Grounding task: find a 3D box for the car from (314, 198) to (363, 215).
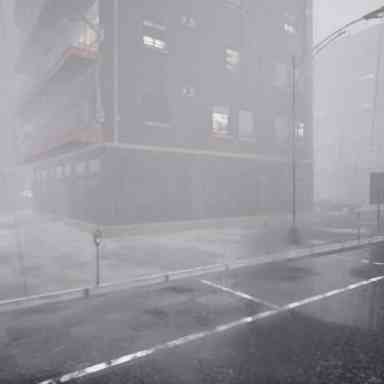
[{"bbox_3d":[12.332,1.194,28.537,2.008,1.369,4.403,1,0,-36],"label":"car"}]
